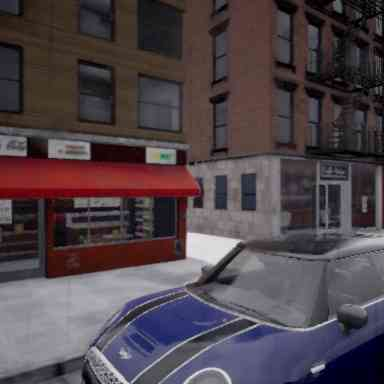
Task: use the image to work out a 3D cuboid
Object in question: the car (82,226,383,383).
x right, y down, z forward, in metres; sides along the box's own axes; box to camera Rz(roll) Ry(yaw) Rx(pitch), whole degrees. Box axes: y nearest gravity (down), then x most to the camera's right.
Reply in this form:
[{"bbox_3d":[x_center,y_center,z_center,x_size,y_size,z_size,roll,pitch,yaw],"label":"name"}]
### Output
[{"bbox_3d":[1.136,1.355,3.858,4.553,1.767,2.097,0,0,-35],"label":"car"}]
